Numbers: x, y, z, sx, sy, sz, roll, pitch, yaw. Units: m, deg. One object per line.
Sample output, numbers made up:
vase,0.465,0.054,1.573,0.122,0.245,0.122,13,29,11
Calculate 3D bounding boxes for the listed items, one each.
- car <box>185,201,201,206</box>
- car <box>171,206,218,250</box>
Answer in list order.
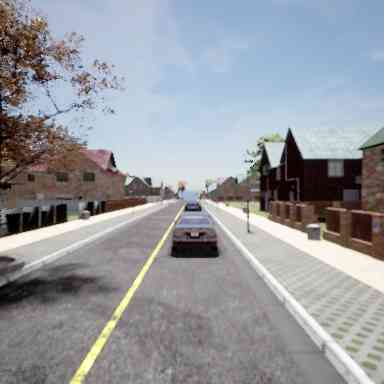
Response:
car,0.105,1.683,39.232,1.994,1.385,4.181,0,0,0
car,0.101,1.573,14.419,2.033,1.411,5.357,0,0,0
